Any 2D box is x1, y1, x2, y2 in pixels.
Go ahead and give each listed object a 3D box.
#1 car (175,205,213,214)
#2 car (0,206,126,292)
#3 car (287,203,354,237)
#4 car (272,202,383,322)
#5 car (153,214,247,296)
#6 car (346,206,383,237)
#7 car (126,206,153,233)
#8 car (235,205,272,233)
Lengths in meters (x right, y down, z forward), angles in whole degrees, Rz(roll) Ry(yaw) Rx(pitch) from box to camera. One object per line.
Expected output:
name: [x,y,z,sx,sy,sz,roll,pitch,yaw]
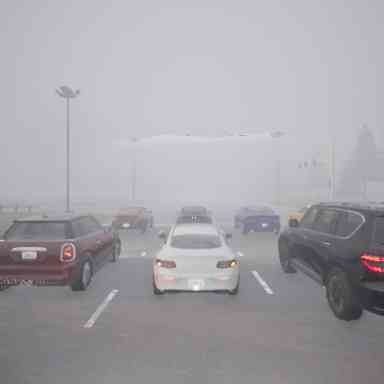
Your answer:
car: [0.105,1.509,19.042,1.837,1.490,4.892,0,1,0]
car: [-3.411,1.352,9.112,2.097,1.767,4.553,0,0,0]
car: [7.107,1.480,19.042,1.882,1.535,5.008,0,0,0]
car: [3.592,1.223,7.367,2.150,2.045,5.566,0,0,0]
car: [0.093,1.526,8.533,1.812,1.442,4.674,0,0,0]
car: [10.605,1.549,17.971,2.033,1.411,5.357,0,0,0]
car: [-3.396,1.527,19.411,1.812,1.442,4.674,0,0,0]
car: [3.604,1.480,19.009,1.882,1.535,5.008,0,0,0]
